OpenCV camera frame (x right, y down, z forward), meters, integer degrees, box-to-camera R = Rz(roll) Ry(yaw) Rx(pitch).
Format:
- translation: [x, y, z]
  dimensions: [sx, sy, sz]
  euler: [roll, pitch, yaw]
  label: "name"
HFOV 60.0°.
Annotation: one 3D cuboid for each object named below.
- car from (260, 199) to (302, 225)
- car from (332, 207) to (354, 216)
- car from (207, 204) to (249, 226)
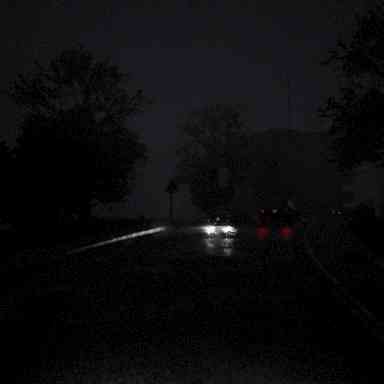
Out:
- translation: [6.434, 1.286, 23.804]
  dimensions: [2.097, 1.767, 4.553]
  euler: [-2, -1, 28]
  label: "car"
- translation: [17.325, 2.394, 37.027]
  dimensions: [4.181, 1.385, 1.994]
  euler: [7, -8, -41]
  label: "car"
- translation: [2.657, 1.608, 24.078]
  dimensions: [1.994, 1.385, 4.181]
  euler: [-2, -1, 28]
  label: "car"
